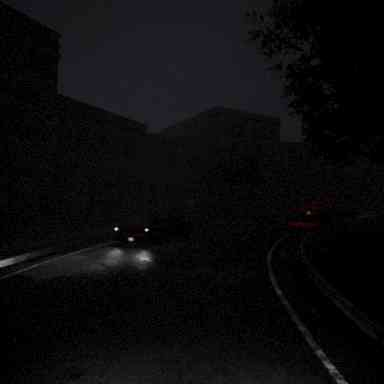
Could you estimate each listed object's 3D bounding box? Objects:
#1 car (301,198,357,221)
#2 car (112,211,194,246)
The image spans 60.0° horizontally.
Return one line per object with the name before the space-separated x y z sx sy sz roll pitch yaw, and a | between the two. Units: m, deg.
car | 9.897 1.168 23.897 5.008 1.535 1.882 -2 -2 -35
car | -1.620 1.580 15.365 1.895 1.301 4.718 -1 0 23
